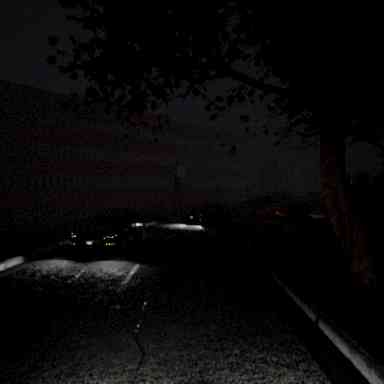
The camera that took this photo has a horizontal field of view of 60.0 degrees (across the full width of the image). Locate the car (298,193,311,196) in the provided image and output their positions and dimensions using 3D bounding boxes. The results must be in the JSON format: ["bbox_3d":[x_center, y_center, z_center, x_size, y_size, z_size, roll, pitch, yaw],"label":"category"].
[{"bbox_3d":[13.144,1.241,45.702,5.008,1.535,2.097,1,1,38],"label":"car"}]

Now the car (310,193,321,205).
[{"bbox_3d":[16.655,1.247,50.129,4.674,1.452,2.002,1,1,38],"label":"car"}]

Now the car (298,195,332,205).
[{"bbox_3d":[20.144,1.201,54.576,4.792,1.488,2.163,1,1,38],"label":"car"}]

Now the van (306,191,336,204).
[{"bbox_3d":[22.014,0.928,56.697,4.442,1.987,1.878,1,1,38],"label":"van"}]

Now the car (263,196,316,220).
[{"bbox_3d":[7.875,1.381,26.579,1.882,1.535,5.008,1,1,38],"label":"car"}]

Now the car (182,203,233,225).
[{"bbox_3d":[1.158,1.457,23.313,1.994,1.385,4.181,1,0,37],"label":"car"}]

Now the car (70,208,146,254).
[{"bbox_3d":[-3.157,1.441,13.371,1.837,1.490,4.892,0,0,5],"label":"car"}]

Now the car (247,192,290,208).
[{"bbox_3d":[9.617,1.018,41.283,5.566,2.045,2.435,1,1,38],"label":"car"}]
